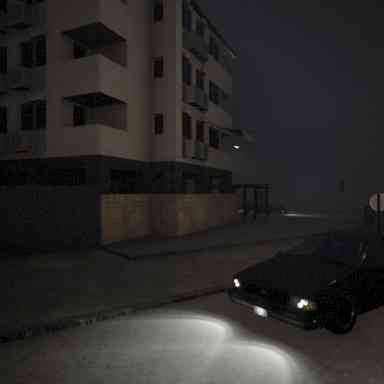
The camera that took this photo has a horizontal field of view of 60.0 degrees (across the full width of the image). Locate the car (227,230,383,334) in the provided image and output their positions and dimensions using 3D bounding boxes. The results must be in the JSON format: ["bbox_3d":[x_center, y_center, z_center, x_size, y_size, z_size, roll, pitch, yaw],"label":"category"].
[{"bbox_3d":[3.273,1.548,6.939,5.357,1.411,2.033,0,0,-36],"label":"car"}]

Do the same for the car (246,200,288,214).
[{"bbox_3d":[7.505,1.547,35.411,2.033,1.411,5.357,0,0,-35],"label":"car"}]
